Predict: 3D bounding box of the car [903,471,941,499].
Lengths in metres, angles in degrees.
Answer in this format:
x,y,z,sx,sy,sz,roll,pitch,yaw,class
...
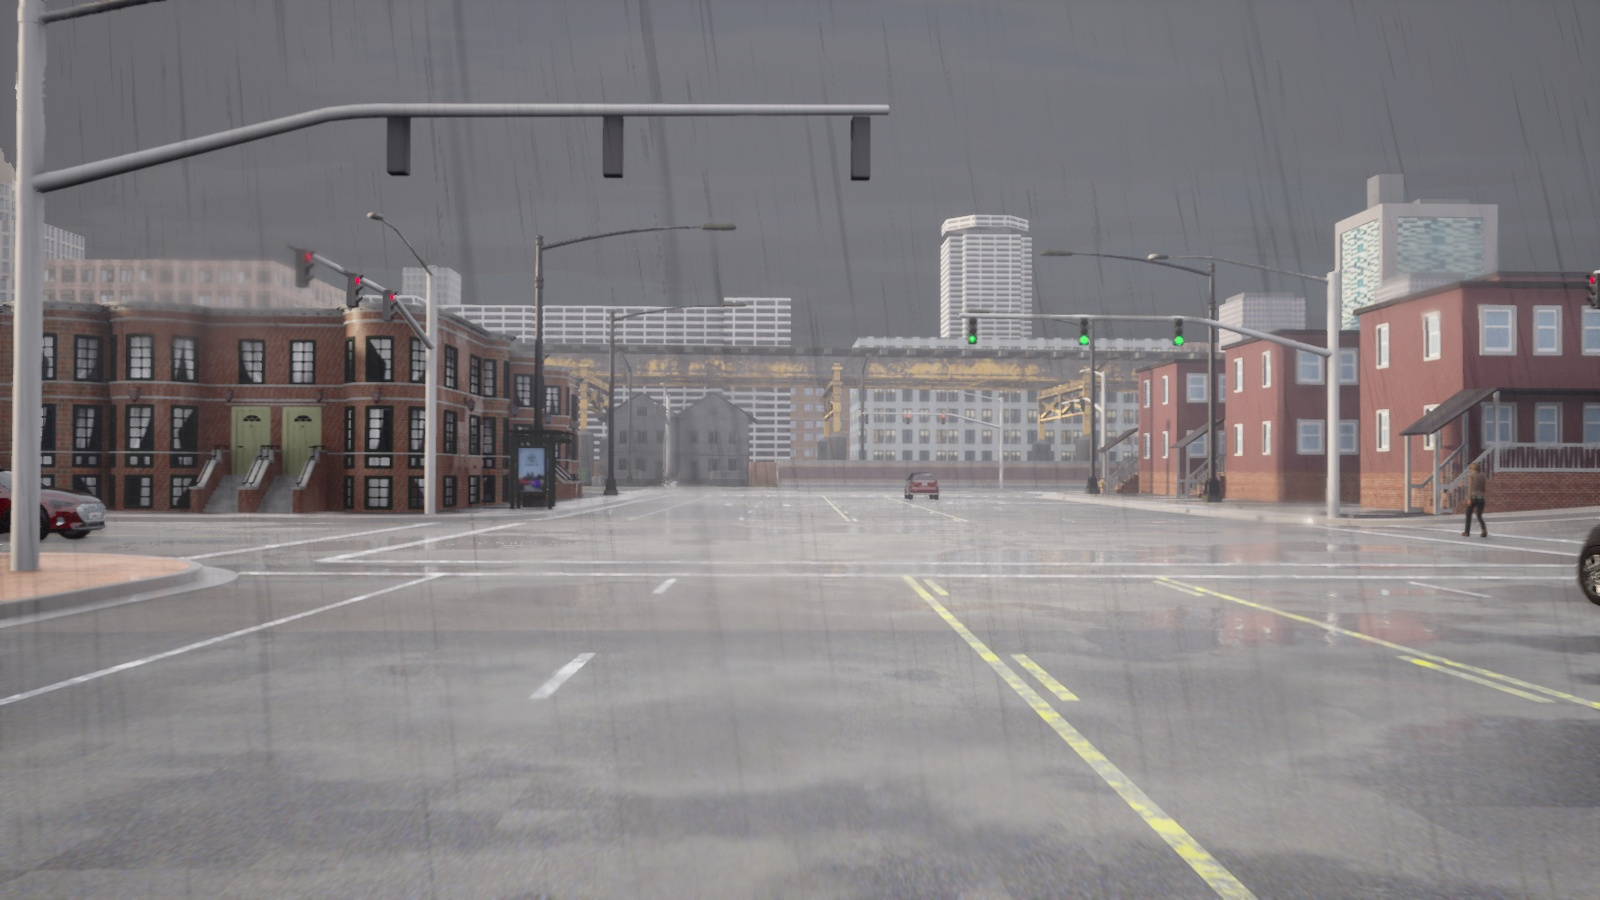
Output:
x,y,z,sx,sy,sz,roll,pitch,yaw,class
6.828,1.949,70.657,1.789,1.549,3.705,0,-1,0,car

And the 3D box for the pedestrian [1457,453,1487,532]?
x,y,z,sx,sy,sz,roll,pitch,yaw,class
15.860,1.003,29.651,0.331,1.846,0.634,0,-1,0,pedestrian

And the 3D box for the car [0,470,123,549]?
x,y,z,sx,sy,sz,roll,pitch,yaw,class
-17.661,1.271,27.239,4.856,1.649,2.033,0,-1,0,car

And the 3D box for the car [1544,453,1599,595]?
x,y,z,sx,sy,sz,roll,pitch,yaw,class
10.467,0.844,13.445,2.242,1.667,4.611,0,-1,0,car
